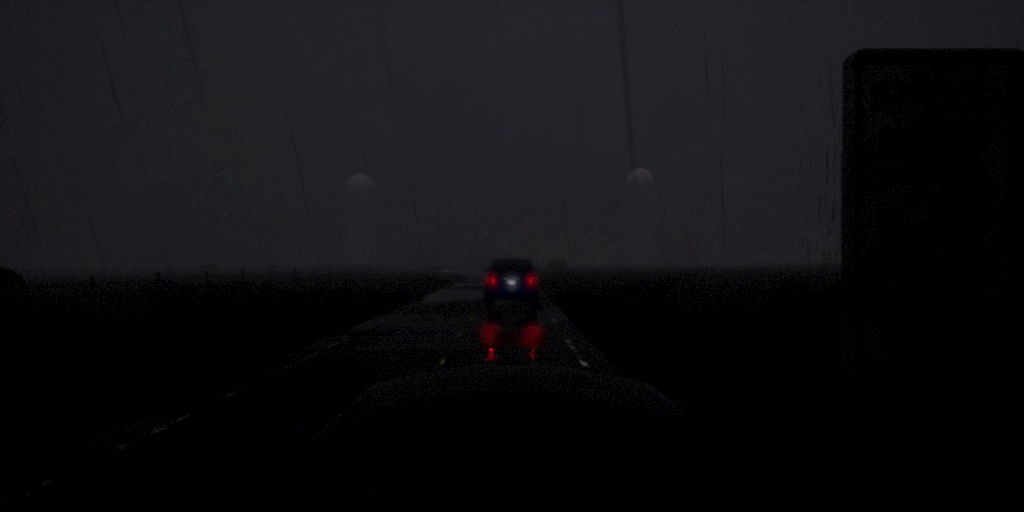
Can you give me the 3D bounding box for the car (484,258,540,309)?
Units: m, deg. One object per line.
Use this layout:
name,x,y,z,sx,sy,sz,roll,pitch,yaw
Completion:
car,0.005,1.101,15.880,2.150,2.045,5.566,0,0,0
